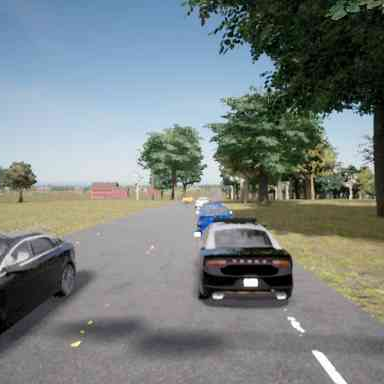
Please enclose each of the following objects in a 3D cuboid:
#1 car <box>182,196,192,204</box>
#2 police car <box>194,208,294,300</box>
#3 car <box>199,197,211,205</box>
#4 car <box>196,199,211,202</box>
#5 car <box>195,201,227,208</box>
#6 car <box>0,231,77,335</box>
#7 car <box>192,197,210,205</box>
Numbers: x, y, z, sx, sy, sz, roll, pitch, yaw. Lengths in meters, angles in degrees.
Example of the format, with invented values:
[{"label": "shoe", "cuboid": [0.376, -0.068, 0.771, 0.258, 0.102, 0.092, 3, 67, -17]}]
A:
[{"label": "car", "cuboid": [-0.792, 1.495, 63.869, 1.882, 1.535, 5.008, 0, 0, 5]}, {"label": "police car", "cuboid": [1.086, 1.435, 8.591, 1.930, 1.638, 5.238, 0, 0, 1]}, {"label": "car", "cuboid": [2.463, 1.624, 61.228, 1.895, 1.301, 4.718, 0, 0, 5]}, {"label": "car", "cuboid": [1.422, 1.523, 24.418, 1.837, 1.490, 4.892, 0, 0, 2]}, {"label": "car", "cuboid": [1.255, 1.493, 18.443, 1.882, 1.535, 5.008, 0, 0, 1]}, {"label": "car", "cuboid": [-3.563, 1.498, 5.754, 2.128, 1.511, 4.902, 0, 0, 0]}, {"label": "car", "cuboid": [1.456, 1.548, 46.167, 1.812, 1.442, 4.674, 0, 0, 4]}]
